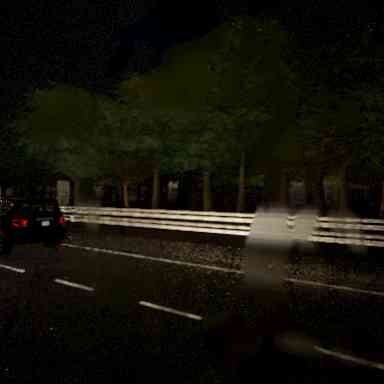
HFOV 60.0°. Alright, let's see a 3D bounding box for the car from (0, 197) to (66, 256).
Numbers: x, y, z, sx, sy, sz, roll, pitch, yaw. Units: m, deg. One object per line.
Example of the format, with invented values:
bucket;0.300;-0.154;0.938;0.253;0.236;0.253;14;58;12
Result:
car;-7.428;1.224;13.468;5.566;2.045;2.150;0;0;36
